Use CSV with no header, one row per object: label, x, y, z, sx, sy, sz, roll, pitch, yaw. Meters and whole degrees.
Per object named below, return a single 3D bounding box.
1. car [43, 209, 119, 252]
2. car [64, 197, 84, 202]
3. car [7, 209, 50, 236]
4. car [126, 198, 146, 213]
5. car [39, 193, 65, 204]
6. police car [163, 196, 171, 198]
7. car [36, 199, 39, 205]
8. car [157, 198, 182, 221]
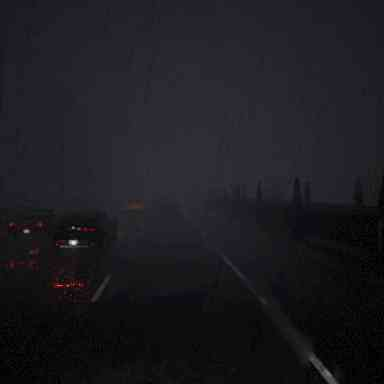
car,-4.312,1.496,13.985,1.837,1.490,4.892,0,0,-4
car,-18.191,1.537,52.773,1.994,1.385,4.181,0,0,-4
car,-8.150,1.597,18.246,1.895,1.301,4.718,0,0,-5
car,-6.197,1.442,37.111,1.882,1.535,5.008,0,0,-5
car,-21.693,1.202,52.698,2.150,2.045,5.566,0,0,-4
police car,-3.265,1.372,43.620,1.930,1.638,5.238,0,0,-4
car,-25.654,1.532,58.628,2.033,1.411,5.357,0,0,-4
car,-1.811,1.493,26.537,1.812,1.442,4.674,0,0,-4
